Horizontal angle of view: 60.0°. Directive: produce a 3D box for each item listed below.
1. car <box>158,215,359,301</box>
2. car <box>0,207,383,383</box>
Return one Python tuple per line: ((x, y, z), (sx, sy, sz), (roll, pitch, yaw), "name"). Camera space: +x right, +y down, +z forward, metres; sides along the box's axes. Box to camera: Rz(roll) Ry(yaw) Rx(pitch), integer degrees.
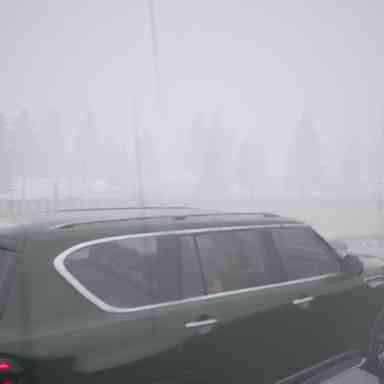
((1.959, 1.506, 9.030), (5.357, 1.411, 2.033), (0, 0, -31), "car")
((0.365, 1.201, 3.873), (5.566, 2.045, 2.150), (0, 0, -34), "car")
